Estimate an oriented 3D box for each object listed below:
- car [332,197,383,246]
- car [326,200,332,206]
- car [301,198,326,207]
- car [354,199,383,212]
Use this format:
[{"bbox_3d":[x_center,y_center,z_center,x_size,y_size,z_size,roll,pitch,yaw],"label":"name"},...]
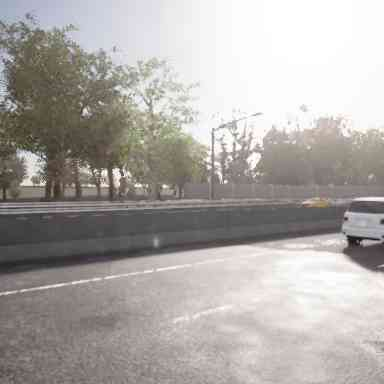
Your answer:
[{"bbox_3d":[8.709,1.249,14.265,5.566,2.045,2.150,0,0,-35],"label":"car"},{"bbox_3d":[20.300,1.614,44.245,4.674,1.442,1.812,0,0,-35],"label":"car"},{"bbox_3d":[17.274,1.562,46.290,5.008,1.535,1.882,0,0,-36],"label":"car"},{"bbox_3d":[22.347,1.614,41.407,4.674,1.442,1.812,0,0,-35],"label":"car"}]
